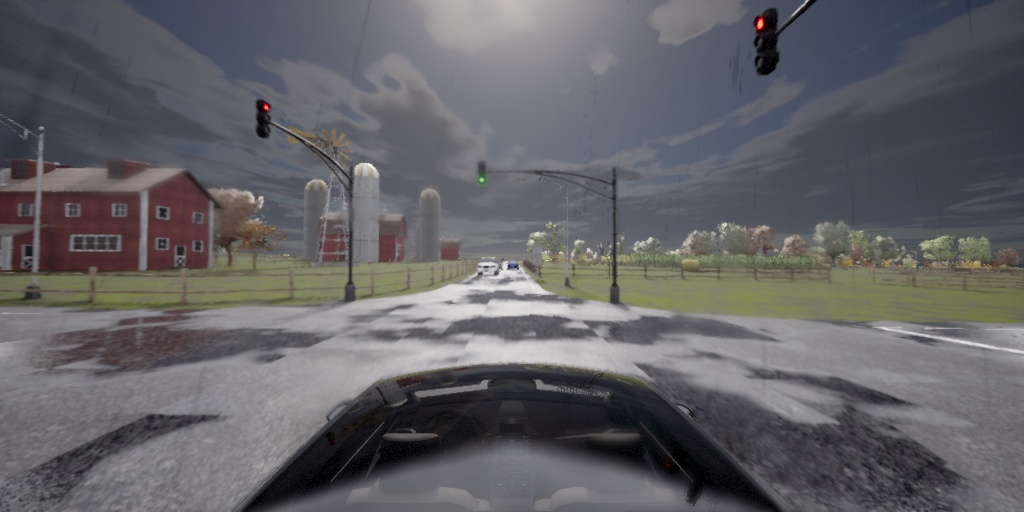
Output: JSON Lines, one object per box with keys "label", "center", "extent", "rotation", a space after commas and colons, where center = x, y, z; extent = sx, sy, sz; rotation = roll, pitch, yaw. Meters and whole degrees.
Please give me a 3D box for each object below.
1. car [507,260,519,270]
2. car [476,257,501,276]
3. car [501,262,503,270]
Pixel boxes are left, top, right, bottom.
{"label": "car", "center": [0.196, 1.473, 58.397], "extent": [1.882, 1.535, 5.008], "rotation": [0, 0, 0]}
{"label": "car", "center": [-2.685, 1.130, 40.392], "extent": [2.150, 2.045, 5.566], "rotation": [0, 0, 1]}
{"label": "car", "center": [-2.590, 1.336, 56.547], "extent": [2.097, 1.767, 4.553], "rotation": [0, -1, 1]}
